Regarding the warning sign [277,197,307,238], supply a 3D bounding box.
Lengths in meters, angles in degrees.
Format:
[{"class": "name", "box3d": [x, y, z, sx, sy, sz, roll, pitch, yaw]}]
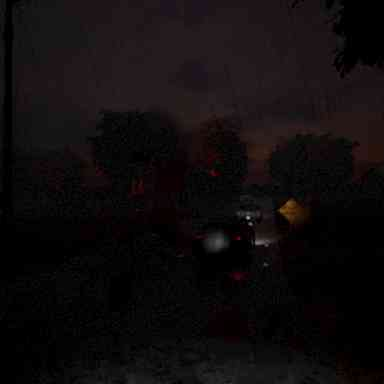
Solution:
[{"class": "warning sign", "box3d": [4.907, 1.206, 16.373, 1.300, 1.860, 1.060, 1, 1, 13]}]

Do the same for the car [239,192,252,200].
[{"class": "car", "box3d": [10.514, 1.084, 64.526, 2.150, 2.045, 5.566, 0, 0, 14]}]

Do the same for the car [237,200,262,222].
[{"class": "car", "box3d": [4.740, 1.646, 27.115, 1.895, 1.301, 4.718, 0, 0, 14]}]

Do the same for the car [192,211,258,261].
[{"class": "car", "box3d": [1.347, 1.639, 12.819, 1.994, 1.385, 4.181, 0, 0, 13]}]
